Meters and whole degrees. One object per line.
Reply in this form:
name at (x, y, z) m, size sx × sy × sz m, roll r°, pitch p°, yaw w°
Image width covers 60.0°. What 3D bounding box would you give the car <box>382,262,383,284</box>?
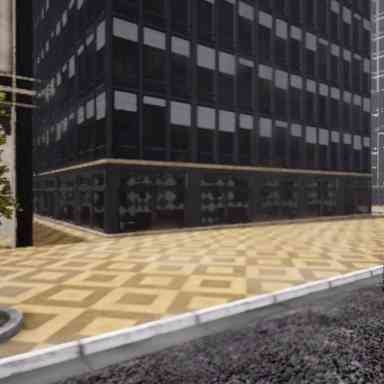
car at (6.626, 1.442, 8.108) m, size 4.553 × 1.767 × 2.097 m, roll 1°, pitch 0°, yaw -35°
